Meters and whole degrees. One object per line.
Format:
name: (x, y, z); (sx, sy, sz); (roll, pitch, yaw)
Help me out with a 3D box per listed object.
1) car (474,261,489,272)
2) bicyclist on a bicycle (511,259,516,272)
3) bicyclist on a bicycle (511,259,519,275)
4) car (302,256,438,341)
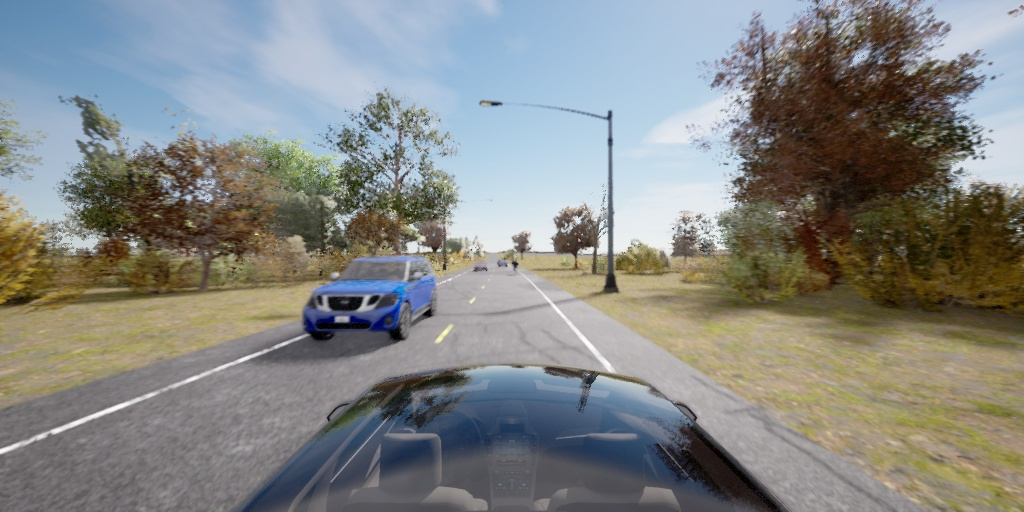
car: (-4.386, 1.439, 50.859); (1.812, 1.442, 4.674); (0, 0, -1)
bicyclist on a bicycle: (0.195, 1.270, 48.920); (0.659, 1.776, 1.843); (0, 0, -2)
bicyclist on a bicycle: (0.465, 1.242, 39.907); (0.659, 1.776, 1.843); (0, 0, -2)
car: (-3.624, 1.006, 10.376); (2.150, 2.045, 5.566); (0, 0, -1)
